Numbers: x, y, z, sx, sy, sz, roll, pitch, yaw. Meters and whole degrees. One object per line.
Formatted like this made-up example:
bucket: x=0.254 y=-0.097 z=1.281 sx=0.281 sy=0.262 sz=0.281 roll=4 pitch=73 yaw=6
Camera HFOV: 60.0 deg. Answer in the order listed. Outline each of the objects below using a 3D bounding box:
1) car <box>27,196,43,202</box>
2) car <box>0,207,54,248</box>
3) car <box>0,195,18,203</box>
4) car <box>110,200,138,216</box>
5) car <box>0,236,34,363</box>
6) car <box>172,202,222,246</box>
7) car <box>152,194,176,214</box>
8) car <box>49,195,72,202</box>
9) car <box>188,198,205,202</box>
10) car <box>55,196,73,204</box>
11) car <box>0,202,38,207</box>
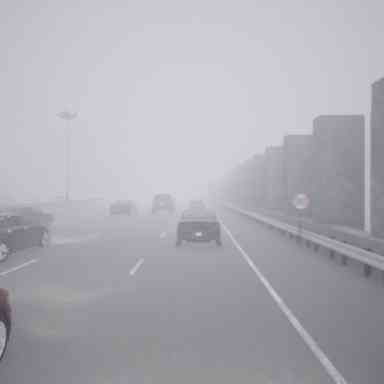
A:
car: x=-32.587 y=1.530 z=69.198 sx=1.895 sy=1.301 sz=4.718 roll=0 pitch=0 yaw=-7
car: x=-6.763 y=1.494 z=11.766 sx=1.837 sy=1.490 sz=4.892 roll=0 pitch=0 yaw=1
car: x=-27.737 y=1.302 z=49.055 sx=2.097 sy=1.767 sz=4.553 roll=0 pitch=0 yaw=0
car: x=-6.455 y=1.457 z=31.867 sx=1.882 sy=1.535 sz=5.008 roll=0 pitch=0 yaw=0
car: x=-3.383 y=1.473 z=2.532 sx=1.882 sy=1.535 sz=5.008 roll=0 pitch=0 yaw=0
car: x=0.300 y=1.471 z=15.374 sx=1.882 sy=1.535 sz=5.008 roll=0 pitch=0 yaw=1
car: x=-2.938 y=1.204 z=35.106 sx=2.150 sy=2.045 sz=5.566 roll=0 pitch=0 yaw=0
car: x=-20.826 y=1.308 z=52.511 sx=2.097 sy=1.767 sz=4.553 roll=0 pitch=0 yaw=-1
car: x=0.534 y=1.475 z=39.837 sx=2.128 sy=1.511 sz=4.902 roll=0 pitch=0 yaw=0
car: x=-25.089 y=1.485 z=65.366 sx=2.033 sy=1.411 sz=5.357 roll=0 pitch=0 yaw=-6
car: x=-10.128 y=1.529 z=19.744 sx=2.033 sy=1.411 sz=5.357 roll=0 pitch=0 yaw=1
